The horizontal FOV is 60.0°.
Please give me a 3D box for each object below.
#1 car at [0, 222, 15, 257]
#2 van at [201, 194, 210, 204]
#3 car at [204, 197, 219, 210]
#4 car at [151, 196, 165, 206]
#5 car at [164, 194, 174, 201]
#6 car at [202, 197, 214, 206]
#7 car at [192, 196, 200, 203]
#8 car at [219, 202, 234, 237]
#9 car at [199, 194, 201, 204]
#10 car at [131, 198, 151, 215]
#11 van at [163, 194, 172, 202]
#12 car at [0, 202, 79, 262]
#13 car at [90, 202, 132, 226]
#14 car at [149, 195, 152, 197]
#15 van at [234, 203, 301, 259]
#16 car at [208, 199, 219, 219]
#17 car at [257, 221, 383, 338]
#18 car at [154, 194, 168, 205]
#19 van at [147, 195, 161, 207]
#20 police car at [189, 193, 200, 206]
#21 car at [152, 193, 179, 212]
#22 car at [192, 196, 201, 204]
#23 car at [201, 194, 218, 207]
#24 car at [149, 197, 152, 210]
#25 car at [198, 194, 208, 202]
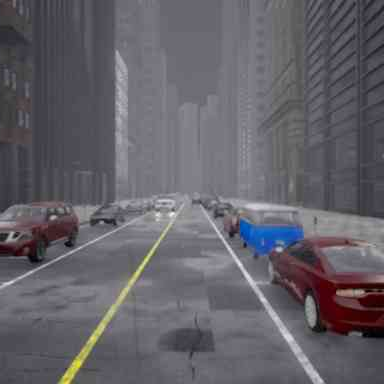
[{"bbox_3d":[-5.770,1.555,6.650,2.008,1.369,4.403,0,0,0],"label":"car"},{"bbox_3d":[2.677,1.418,68.376,1.690,1.788,3.998,0,0,0],"label":"van"},{"bbox_3d":[2.712,1.619,40.331,1.802,1.307,4.206,0,0,0],"label":"car"},{"bbox_3d":[-5.834,1.501,57.135,1.967,1.590,4.097,0,0,0],"label":"car"},{"bbox_3d":[-5.870,1.418,85.183,2.192,1.841,5.009,0,0,0],"label":"car"},{"bbox_3d":[2.691,1.586,57.328,1.752,1.417,4.829,0,0,0],"label":"car"},{"bbox_3d":[0.807,1.611,73.717,1.812,1.442,4.674,0,0,0],"label":"car"},{"bbox_3d":[2.741,1.453,17.894,1.967,1.590,4.097,0,0,0],"label":"car"},{"bbox_3d":[2.698,1.368,51.549,2.192,1.841,5.009,0,0,0],"label":"car"},{"bbox_3d":[-5.806,1.581,34.698,2.008,1.369,4.403,0,0,0],"label":"car"},{"bbox_3d":[-5.863,1.435,79.574,1.690,1.788,3.998,0,0,0],"label":"van"},{"bbox_3d":[-5.776,1.324,12.260,2.192,1.841,5.009,0,0,0],"label":"car"},{"bbox_3d":[-5.791,1.584,23.479,1.947,1.339,4.313,0,0,0],"label":"car"},{"bbox_3d":[-5.820,1.570,45.746,1.752,1.417,4.829,0,0,0],"label":"car"},{"bbox_3d":[2.749,1.350,12.285,1.690,1.788,3.998,0,0,0],"label":"van"},{"bbox_3d":[2.727,1.590,29.112,1.947,1.339,4.313,0,0,0],"label":"car"},{"bbox_3d":[2.755,1.549,6.676,1.887,1.381,4.507,0,0,0],"label":"car"},{"bbox_3d":[-5.841,1.384,62.745,2.192,1.841,5.009,0,0,0],"label":"car"},{"bbox_3d":[-5.827,1.394,51.526,1.690,1.788,3.998,0,0,0],"label":"van"},{"bbox_3d":[0.827,1.487,57.827,1.930,1.638,5.238,0,0,0],"label":"police car"},{"bbox_3d":[-3.142,1.257,40.209,2.150,2.045,5.566,0,0,0],"label":"car"},{"bbox_3d":[0.814,1.602,67.717,1.812,1.442,4.674,0,0,0],"label":"car"},{"bbox_3d":[2.705,1.360,45.940,2.192,1.841,5.009,0,0,0],"label":"car"},{"bbox_3d":[-5.813,1.619,40.307,1.802,1.307,4.206,0,0,0],"label":"car"},{"bbox_3d":[2.662,1.409,79.595,2.192,1.841,5.009,0,0,0],"label":"car"}]
